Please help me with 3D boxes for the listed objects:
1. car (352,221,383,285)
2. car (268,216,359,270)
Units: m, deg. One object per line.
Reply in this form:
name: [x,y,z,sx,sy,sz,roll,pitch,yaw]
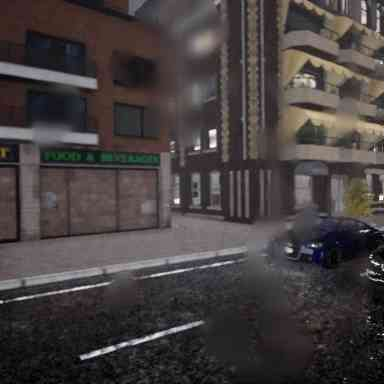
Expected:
car: [6.141,1.437,8.065,4.892,1.490,1.837,0,0,-35]
car: [4.430,1.495,10.836,4.181,1.385,1.994,0,0,-35]
